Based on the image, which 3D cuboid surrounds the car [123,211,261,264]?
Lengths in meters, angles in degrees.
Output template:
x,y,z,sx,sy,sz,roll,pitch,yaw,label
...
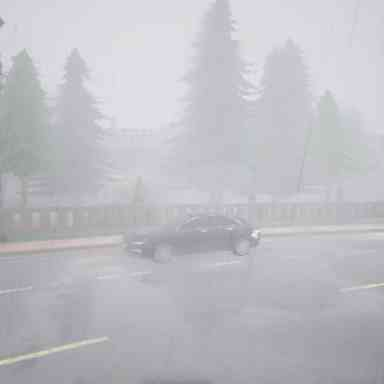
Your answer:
x,y,z,sx,sy,sz,roll,pitch,yaw,label
0.082,1.457,11.523,4.892,1.490,1.837,0,0,-25,car
